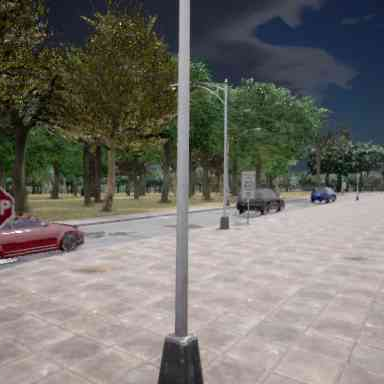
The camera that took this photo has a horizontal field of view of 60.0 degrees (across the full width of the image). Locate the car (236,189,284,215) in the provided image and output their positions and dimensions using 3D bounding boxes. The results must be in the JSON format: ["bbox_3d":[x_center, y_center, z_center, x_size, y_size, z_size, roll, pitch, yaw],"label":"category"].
[{"bbox_3d":[5.655,0.729,27.151,2.150,2.045,5.566,1,2,35],"label":"car"}]

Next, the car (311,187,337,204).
[{"bbox_3d":[17.177,0.385,43.314,2.150,2.045,5.566,1,2,35],"label":"car"}]

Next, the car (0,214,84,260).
[{"bbox_3d":[-5.777,1.436,11.121,1.994,1.385,4.181,1,2,35],"label":"car"}]
